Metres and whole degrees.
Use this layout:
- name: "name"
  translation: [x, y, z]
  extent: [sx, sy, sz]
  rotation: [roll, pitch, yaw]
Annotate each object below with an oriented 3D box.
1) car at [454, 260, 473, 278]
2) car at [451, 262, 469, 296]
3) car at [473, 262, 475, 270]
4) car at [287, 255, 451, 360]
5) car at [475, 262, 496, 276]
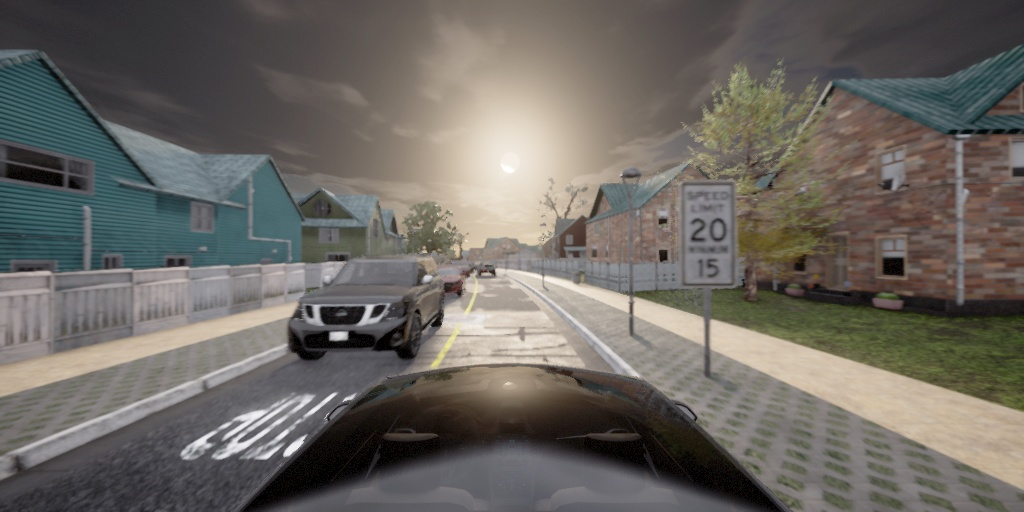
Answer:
- name: "car"
  translation: [-5.222, 1.214, 36.108]
  extent: [2.097, 1.767, 4.553]
  rotation: [0, 0, -7]
- name: "car"
  translation: [-3.561, 1.280, 19.742]
  extent: [1.882, 1.535, 5.008]
  rotation: [0, 0, -4]
- name: "car"
  translation: [-5.071, 1.535, 52.265]
  extent: [1.812, 1.442, 4.674]
  rotation: [0, -1, -11]
- name: "car"
  translation: [-3.009, 0.995, 8.776]
  extent: [2.150, 2.045, 5.566]
  rotation: [0, 0, -2]
- name: "car"
  translation: [-2.829, 1.386, 39.707]
  extent: [1.837, 1.490, 4.892]
  rotation: [0, -1, -8]
